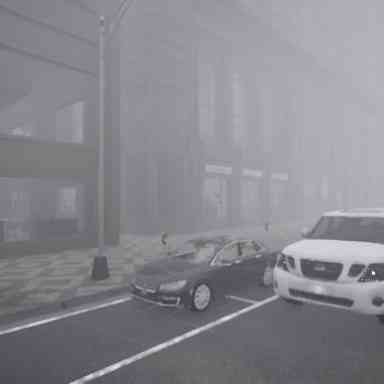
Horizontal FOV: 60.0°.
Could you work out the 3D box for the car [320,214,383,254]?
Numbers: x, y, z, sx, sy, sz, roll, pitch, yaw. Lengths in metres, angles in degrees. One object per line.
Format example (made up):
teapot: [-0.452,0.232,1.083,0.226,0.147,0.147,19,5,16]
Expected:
car: [8.119,1.921,16.336,1.752,1.417,4.829,-1,-2,43]

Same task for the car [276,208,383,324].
car: [4.109,1.418,7.925,2.150,2.045,5.566,-2,-2,43]

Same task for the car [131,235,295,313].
car: [0.535,1.797,8.261,2.008,1.369,4.403,-1,-2,43]
